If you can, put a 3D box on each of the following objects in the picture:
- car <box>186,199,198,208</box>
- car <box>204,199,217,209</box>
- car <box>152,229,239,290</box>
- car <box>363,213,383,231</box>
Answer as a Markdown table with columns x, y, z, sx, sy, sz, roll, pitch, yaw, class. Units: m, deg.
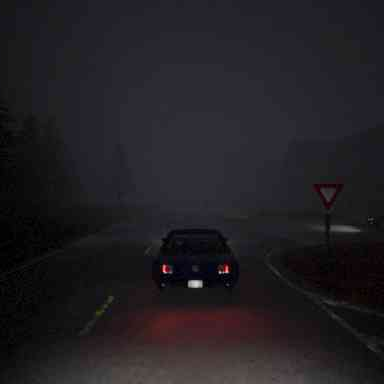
| x | y | z | sx | sy | sz | roll | pitch | yaw | class |
| --- | --- | --- | --- | --- | --- | --- | --- | --- | --- |
| 0.024 | 1.935 | 58.549 | 1.837 | 1.490 | 4.892 | 0 | -1 | 0 | car |
| 2.902 | 1.853 | 54.068 | 1.816 | 1.474 | 4.193 | -6 | 0 | -2 | car |
| 0.075 | 1.670 | 9.256 | 1.895 | 1.301 | 4.718 | 0 | 0 | 0 | car |
| 13.094 | 1.577 | 20.122 | 4.892 | 1.490 | 1.837 | 0 | 0 | 16 | car |
